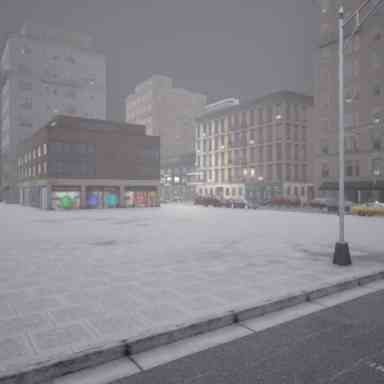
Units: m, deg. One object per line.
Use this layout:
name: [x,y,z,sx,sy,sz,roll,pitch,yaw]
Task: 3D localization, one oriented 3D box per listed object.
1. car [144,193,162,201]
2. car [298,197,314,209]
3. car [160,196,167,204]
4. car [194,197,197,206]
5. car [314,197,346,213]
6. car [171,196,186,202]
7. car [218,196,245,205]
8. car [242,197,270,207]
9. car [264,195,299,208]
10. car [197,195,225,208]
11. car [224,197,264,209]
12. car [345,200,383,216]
car: [-9.392,1.288,80.548,2.192,1.841,5.009,0,0,-35]
car: [16.579,1.419,43.438,1.967,1.590,4.097,0,0,-35]
car: [-6.228,1.595,62.032,1.802,1.307,4.206,0,0,-35]
car: [2.261,1.353,54.408,2.097,1.767,4.553,0,0,-35]
car: [15.801,1.510,34.982,1.837,1.490,4.892,0,0,-35]
car: [-2.899,1.525,71.271,2.008,1.369,4.403,0,0,-35]
car: [6.742,1.502,57.494,1.752,1.417,4.829,0,0,-35]
car: [10.086,1.543,52.716,1.947,1.339,4.313,0,0,-35]
car: [13.332,1.293,48.076,2.192,1.841,5.009,0,0,-35]
car: [3.510,1.330,48.115,2.192,1.841,5.009,0,0,-35]
car: [6.757,1.567,43.476,2.008,1.369,4.403,0,0,-35]
car: [16.594,1.544,29.420,1.752,1.417,4.829,0,0,-35]
